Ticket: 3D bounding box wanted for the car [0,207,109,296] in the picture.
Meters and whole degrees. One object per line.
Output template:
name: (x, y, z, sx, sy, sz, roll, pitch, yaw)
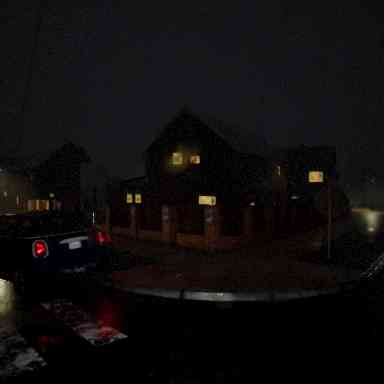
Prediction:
car: (-4.337, 1.299, 8.880, 4.553, 1.767, 2.097, -2, 1, 38)
